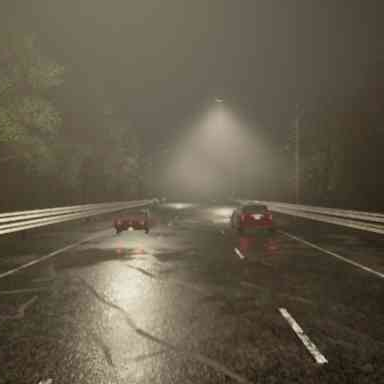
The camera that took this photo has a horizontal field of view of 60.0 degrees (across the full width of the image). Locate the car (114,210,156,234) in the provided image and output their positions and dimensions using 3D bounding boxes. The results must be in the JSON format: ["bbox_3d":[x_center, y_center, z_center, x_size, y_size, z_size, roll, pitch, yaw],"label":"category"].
[{"bbox_3d":[-3.303,1.735,20.294,1.895,1.301,4.718,0,0,1],"label":"car"}]

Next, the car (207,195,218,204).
[{"bbox_3d":[4.830,1.919,75.787,2.033,1.649,4.856,0,0,2],"label":"car"}]

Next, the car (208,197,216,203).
[{"bbox_3d":[5.245,2.032,86.734,1.882,1.535,5.008,0,0,2],"label":"car"}]

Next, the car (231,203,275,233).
[{"bbox_3d":[3.705,1.492,20.899,2.097,1.767,4.553,0,0,1],"label":"car"}]
